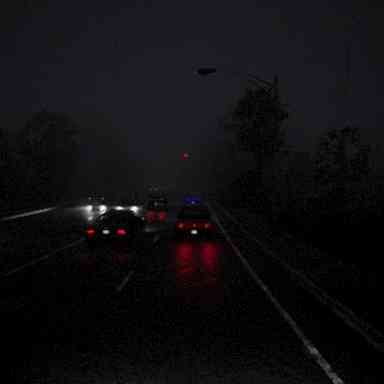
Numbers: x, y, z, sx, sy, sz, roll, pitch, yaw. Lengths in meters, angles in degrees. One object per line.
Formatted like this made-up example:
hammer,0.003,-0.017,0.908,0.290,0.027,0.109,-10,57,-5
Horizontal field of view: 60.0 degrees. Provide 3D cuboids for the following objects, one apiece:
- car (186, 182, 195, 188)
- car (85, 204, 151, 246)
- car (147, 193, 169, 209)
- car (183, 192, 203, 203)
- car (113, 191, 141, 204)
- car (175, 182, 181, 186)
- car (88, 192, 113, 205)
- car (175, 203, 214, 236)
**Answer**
car,-0.298,-1.651,87.827,1.882,1.535,5.008,0,2,-2
car,-3.388,1.567,15.621,2.033,1.411,5.357,0,1,0
car,-3.373,0.808,33.464,2.128,1.511,4.902,0,2,0
car,0.127,0.757,34.337,1.882,1.535,5.008,0,2,0
car,-6.989,0.632,37.304,1.882,1.535,5.008,0,2,0
car,-3.797,-1.584,87.731,2.033,1.411,5.357,0,2,-2
car,-10.476,0.704,38.511,1.895,1.301,4.718,0,2,0
car,0.114,1.552,18.156,1.895,1.301,4.718,0,2,0
